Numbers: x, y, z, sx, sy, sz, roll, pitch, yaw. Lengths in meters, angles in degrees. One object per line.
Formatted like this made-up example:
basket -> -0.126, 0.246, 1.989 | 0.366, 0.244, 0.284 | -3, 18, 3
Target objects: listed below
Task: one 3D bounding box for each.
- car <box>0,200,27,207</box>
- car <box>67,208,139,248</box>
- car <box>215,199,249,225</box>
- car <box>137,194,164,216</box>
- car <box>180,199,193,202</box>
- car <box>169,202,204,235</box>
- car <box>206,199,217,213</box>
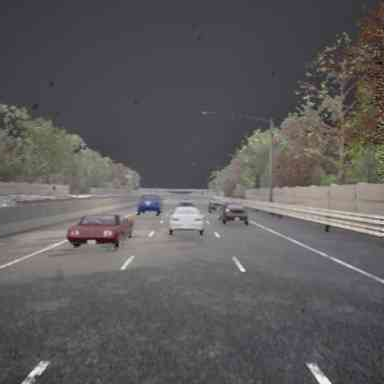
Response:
car -> -14.652, 1.367, 26.744 | 1.994, 1.385, 4.181 | 1, 0, -1
car -> -3.735, 1.561, 14.506 | 1.895, 1.301, 4.718 | 1, 0, -1
car -> 3.044, 1.589, 25.090 | 1.837, 1.490, 4.892 | 1, 0, -1
car -> -4.062, 1.204, 32.994 | 2.150, 2.045, 5.566 | 1, 0, -1
car -> -0.657, 1.552, 38.302 | 1.837, 1.490, 4.892 | 1, 0, -1
car -> -0.320, 1.547, 19.066 | 1.812, 1.442, 4.674 | 1, 0, -1
car -> 2.790, 1.610, 38.945 | 1.837, 1.490, 4.892 | 1, 0, -1
